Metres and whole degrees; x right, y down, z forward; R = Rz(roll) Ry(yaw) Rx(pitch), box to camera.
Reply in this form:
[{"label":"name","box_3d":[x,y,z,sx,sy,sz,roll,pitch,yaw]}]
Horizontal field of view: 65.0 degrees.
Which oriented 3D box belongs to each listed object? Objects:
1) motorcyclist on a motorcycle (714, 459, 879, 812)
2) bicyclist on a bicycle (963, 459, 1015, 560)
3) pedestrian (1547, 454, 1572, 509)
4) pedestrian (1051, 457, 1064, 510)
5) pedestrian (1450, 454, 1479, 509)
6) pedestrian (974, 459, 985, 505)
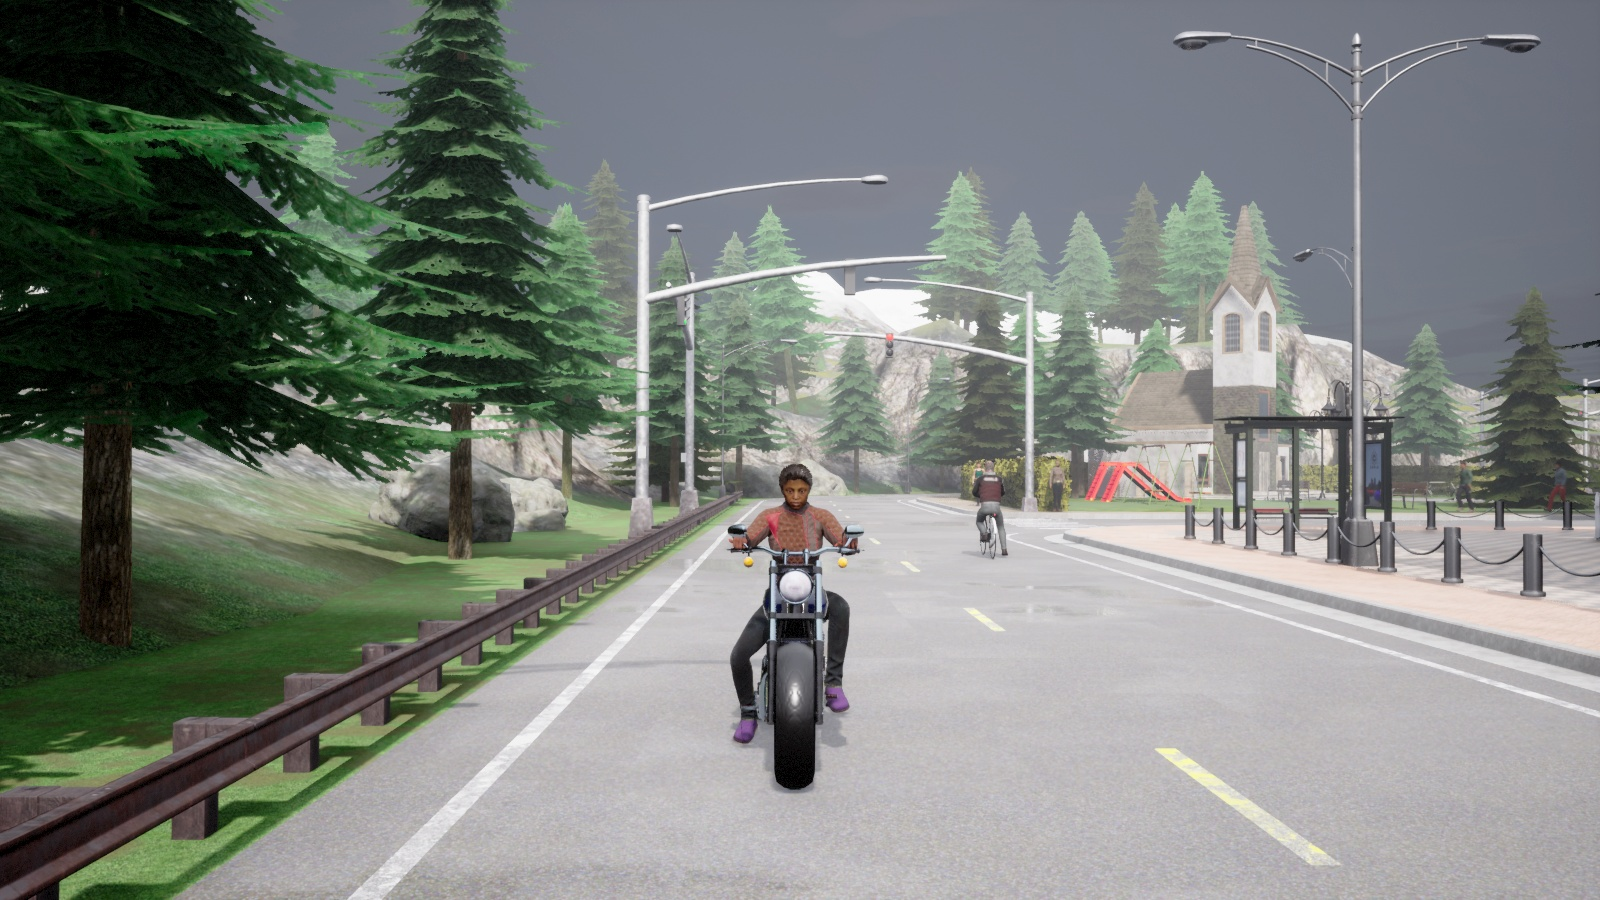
[{"label":"motorcyclist on a motorcycle","box_3d":[-0.019,0.883,7.064,0.766,1.649,2.350,0,-1,0]},{"label":"bicyclist on a bicycle","box_3d":[3.438,1.056,22.945,0.659,1.776,1.843,0,-1,0]},{"label":"pedestrian","box_3d":[25.875,1.074,42.805,0.614,1.847,0.353,0,-1,-3]},{"label":"pedestrian","box_3d":[8.943,1.155,43.646,0.331,1.846,0.634,0,-1,1]},{"label":"pedestrian","box_3d":[23.408,1.108,44.265,0.788,1.949,0.423,0,-1,-11]},{"label":"pedestrian","box_3d":[7.254,1.287,50.828,0.345,1.836,0.594,-1,-1,17]}]
